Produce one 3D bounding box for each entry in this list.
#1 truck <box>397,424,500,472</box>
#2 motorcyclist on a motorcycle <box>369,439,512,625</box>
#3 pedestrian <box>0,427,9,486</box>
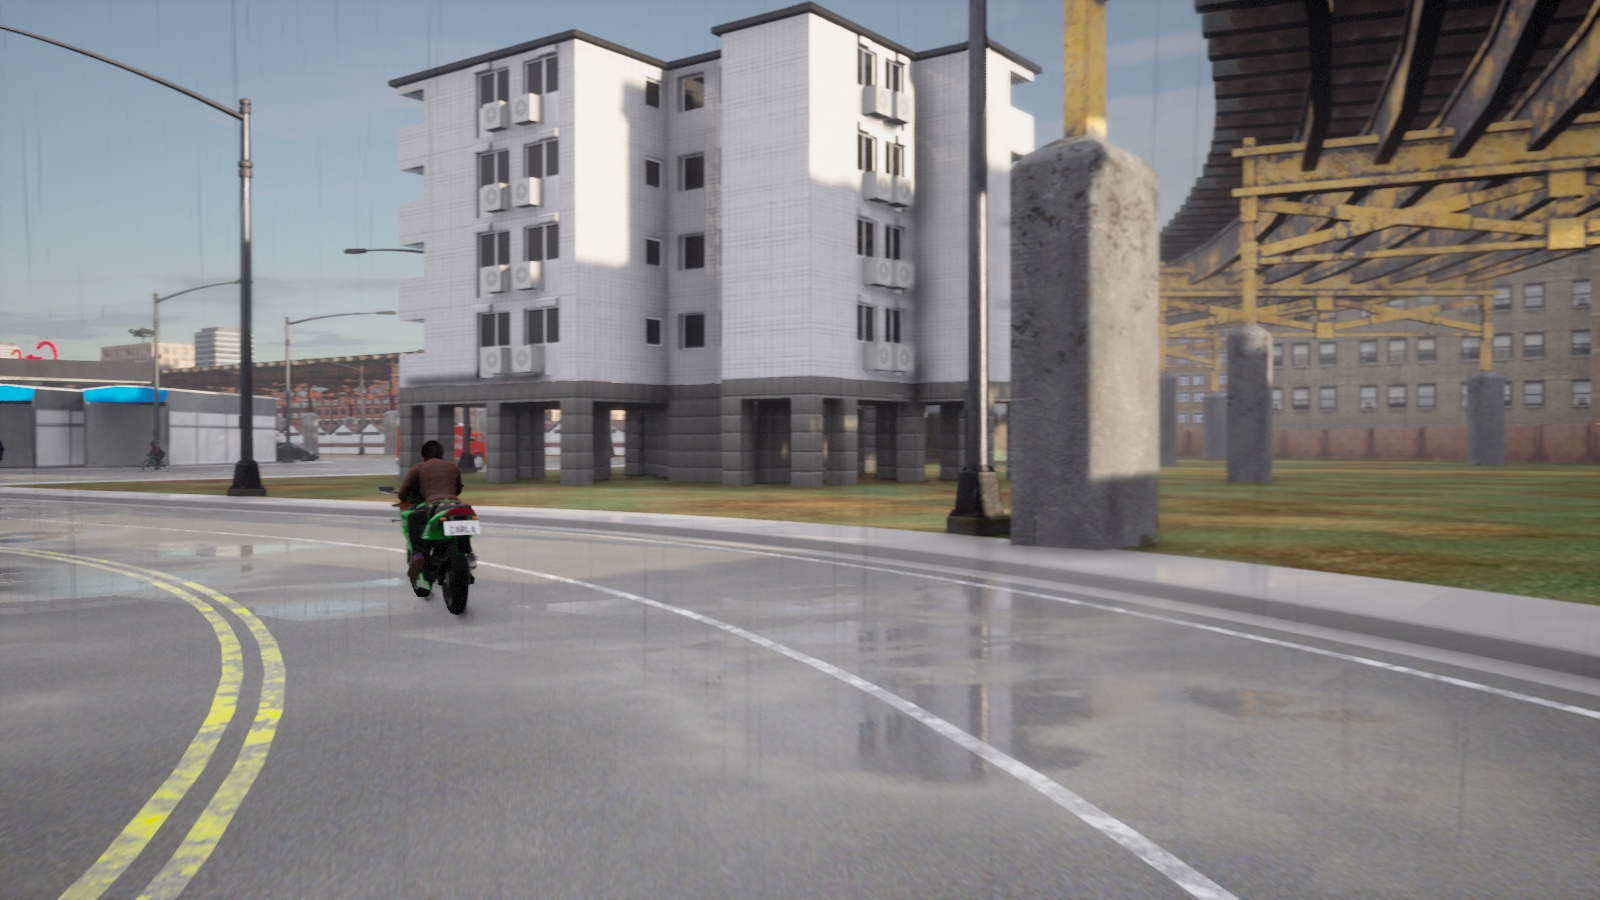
[{"bbox_3d":[-18.775,-0.110,67.398,2.627,2.467,5.204,0,0,23],"label":"truck"},{"bbox_3d":[-3.300,0.666,11.390,0.797,1.523,2.044,-1,1,-29],"label":"motorcyclist on a motorcycle"},{"bbox_3d":[-24.872,0.201,38.820,0.726,1.835,0.370,0,0,28],"label":"pedestrian"}]
